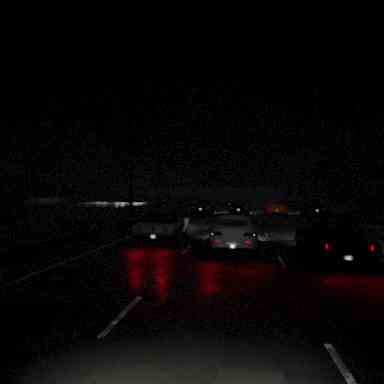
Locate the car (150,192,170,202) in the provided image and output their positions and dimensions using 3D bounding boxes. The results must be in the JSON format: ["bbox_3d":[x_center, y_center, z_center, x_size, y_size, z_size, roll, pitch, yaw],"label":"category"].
[{"bbox_3d":[-5.475,0.899,60.339,2.097,1.767,4.553,0,1,9],"label":"car"}]

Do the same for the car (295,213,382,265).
[{"bbox_3d":[5.054,1.702,12.250,1.895,1.301,4.718,0,0,8],"label":"car"}]

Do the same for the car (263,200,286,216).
[{"bbox_3d":[8.214,1.502,33.147,1.882,1.535,5.008,0,1,9],"label":"car"}]

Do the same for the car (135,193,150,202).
[{"bbox_3d":[-8.949,1.016,60.763,2.128,1.511,4.902,0,1,9],"label":"car"}]

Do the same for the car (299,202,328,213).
[{"bbox_3d":[11.549,1.622,31.815,1.994,1.385,4.181,0,0,9],"label":"car"}]

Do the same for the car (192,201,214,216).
[{"bbox_3d":[1.086,1.549,32.845,1.994,1.385,4.181,0,0,9],"label":"car"}]

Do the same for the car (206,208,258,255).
[{"bbox_3d":[1.714,1.602,13.623,1.812,1.442,4.674,0,0,8],"label":"car"}]

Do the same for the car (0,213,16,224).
[{"bbox_3d":[-11.985,1.573,18.107,1.895,1.301,4.718,0,0,9],"label":"car"}]

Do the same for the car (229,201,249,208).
[{"bbox_3d":[4.543,1.575,32.304,1.994,1.385,4.181,0,0,9],"label":"car"}]

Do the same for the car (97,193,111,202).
[{"bbox_3d":[-15.895,0.971,61.595,2.128,1.511,4.902,0,1,9],"label":"car"}]

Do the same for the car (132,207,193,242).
[{"bbox_3d":[-1.368,1.652,16.689,1.895,1.301,4.718,0,0,9],"label":"car"}]

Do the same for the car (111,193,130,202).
[{"bbox_3d":[-12.418,0.992,61.218,2.128,1.511,4.902,0,1,9],"label":"car"}]
